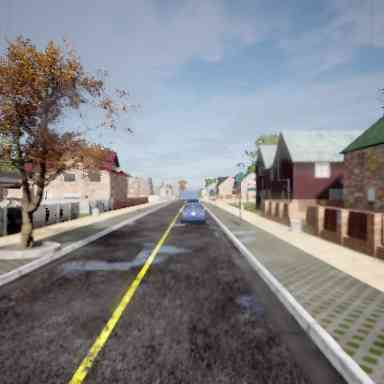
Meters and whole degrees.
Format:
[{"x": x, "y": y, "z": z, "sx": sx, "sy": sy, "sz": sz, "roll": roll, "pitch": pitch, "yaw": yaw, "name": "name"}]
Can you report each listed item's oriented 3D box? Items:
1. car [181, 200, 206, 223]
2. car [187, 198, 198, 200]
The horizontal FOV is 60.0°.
[{"x": 0.096, "y": 1.552, "z": 25.355, "sx": 2.033, "sy": 1.411, "sz": 5.357, "roll": 0, "pitch": 0, "yaw": 0, "name": "car"}, {"x": 0.092, "y": 1.526, "z": 41.519, "sx": 1.882, "sy": 1.535, "sz": 5.008, "roll": 0, "pitch": 0, "yaw": 0, "name": "car"}]
